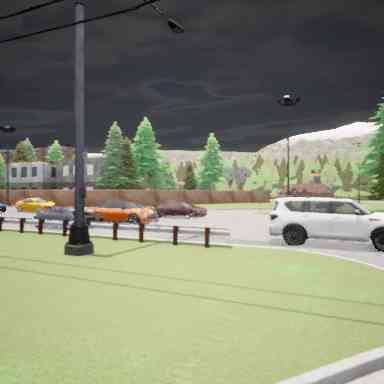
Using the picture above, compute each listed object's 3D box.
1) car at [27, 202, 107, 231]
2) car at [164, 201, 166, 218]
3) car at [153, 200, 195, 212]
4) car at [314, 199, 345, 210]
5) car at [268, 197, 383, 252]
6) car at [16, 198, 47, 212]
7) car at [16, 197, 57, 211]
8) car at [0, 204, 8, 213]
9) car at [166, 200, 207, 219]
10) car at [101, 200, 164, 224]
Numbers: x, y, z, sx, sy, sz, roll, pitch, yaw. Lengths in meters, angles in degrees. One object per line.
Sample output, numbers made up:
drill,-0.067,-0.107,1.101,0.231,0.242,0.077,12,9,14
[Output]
car,-7.780,1.567,20.667,4.181,1.385,1.994,0,0,26
car,-5.135,1.562,27.162,5.357,1.411,2.033,0,0,26
car,-2.048,1.630,38.485,4.718,1.301,1.895,0,0,0
car,19.093,1.671,46.126,4.718,1.301,1.895,0,0,-38
car,6.064,1.246,14.062,5.566,2.045,2.150,0,0,26
car,-17.203,1.481,36.799,5.008,1.535,1.882,0,0,26
car,-19.693,1.481,42.107,5.008,1.535,1.882,0,0,22
car,-21.626,1.472,35.032,5.008,1.535,1.882,0,0,26
car,-0.960,1.548,29.056,4.674,1.442,1.812,0,0,26
car,-4.605,1.363,23.029,4.553,1.767,2.097,0,0,26
